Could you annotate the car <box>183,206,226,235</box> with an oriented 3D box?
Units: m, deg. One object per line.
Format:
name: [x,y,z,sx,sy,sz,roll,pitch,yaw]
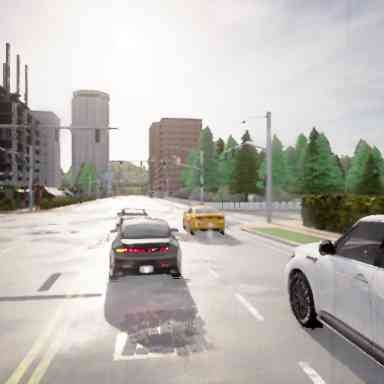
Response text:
car: [0.594,1.546,19.485,1.882,1.535,5.008,0,0,-8]

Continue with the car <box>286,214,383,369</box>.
car: [3.045,1.228,3.944,2.150,2.045,5.566,0,0,-6]

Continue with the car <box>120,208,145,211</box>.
car: [-3.890,1.685,21.531,1.895,1.301,4.718,0,0,-17]

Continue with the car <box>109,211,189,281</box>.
car: [-1.426,1.544,10.069,1.837,1.490,4.892,0,0,-9]

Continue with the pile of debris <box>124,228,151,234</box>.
pile of debris: [-3.199,2.251,19.305,1.500,0.140,1.860,0,0,-11]
